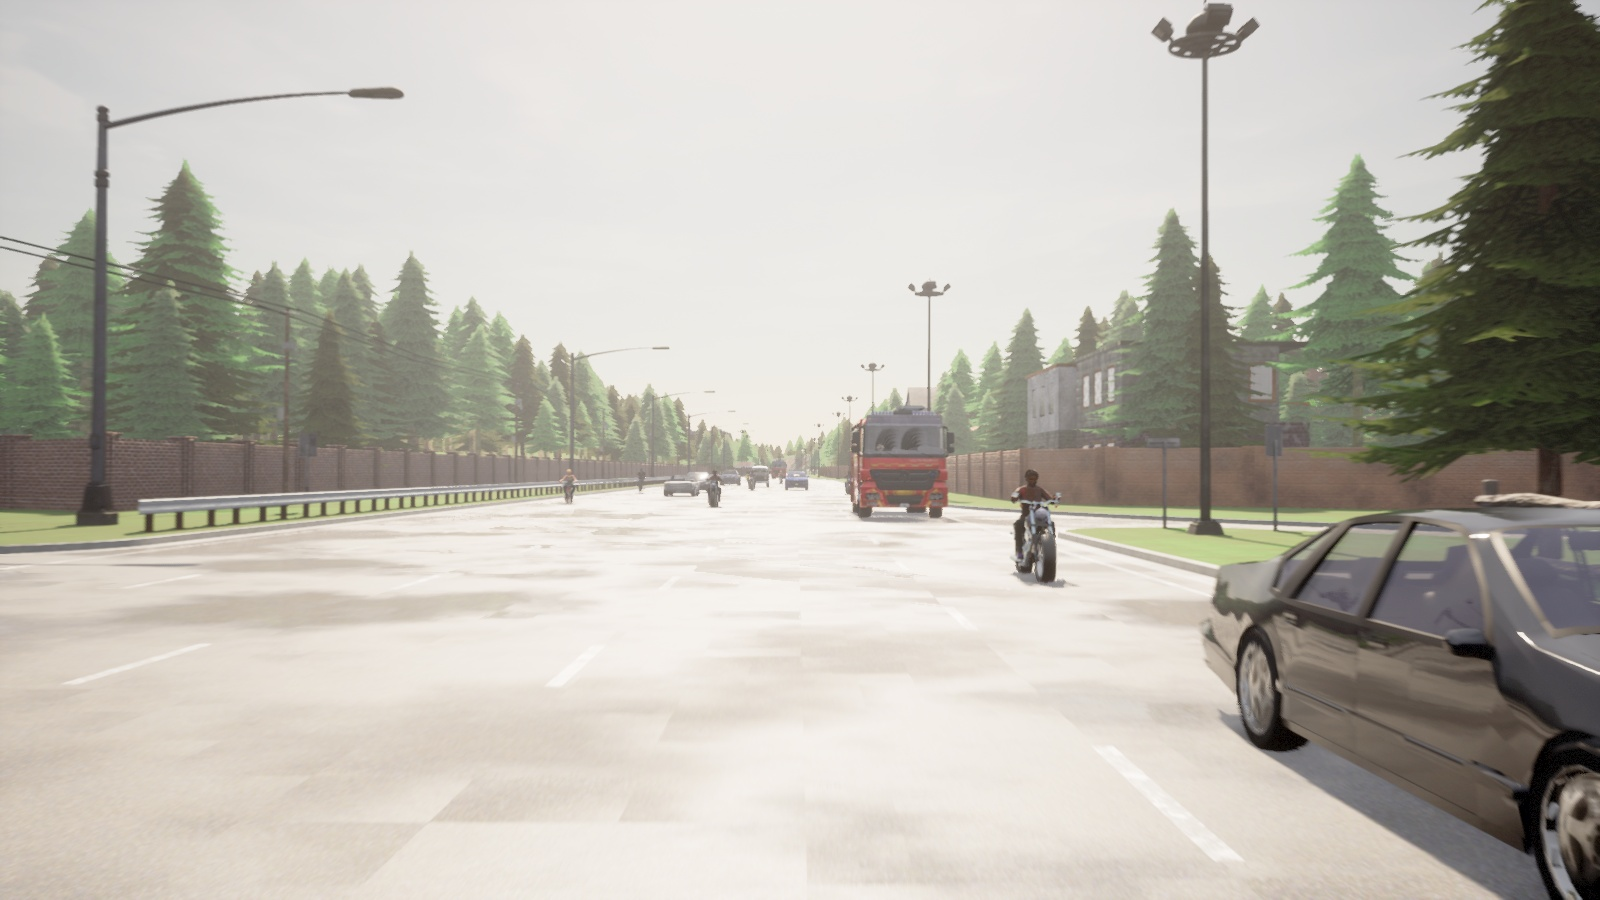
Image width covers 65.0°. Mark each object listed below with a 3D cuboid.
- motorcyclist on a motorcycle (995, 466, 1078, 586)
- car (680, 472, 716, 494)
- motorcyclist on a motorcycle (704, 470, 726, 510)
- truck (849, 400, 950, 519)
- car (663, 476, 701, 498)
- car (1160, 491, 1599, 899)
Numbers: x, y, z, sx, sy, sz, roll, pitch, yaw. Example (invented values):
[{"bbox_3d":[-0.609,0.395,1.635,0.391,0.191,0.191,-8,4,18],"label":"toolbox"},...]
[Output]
[{"bbox_3d":[3.454,1.063,18.536,0.766,1.649,2.350,0,-1,0],"label":"motorcyclist on a motorcycle"},{"bbox_3d":[-7.218,2.347,89.400,2.163,1.488,4.792,0,-1,0],"label":"car"},{"bbox_3d":[-3.632,1.684,53.764,0.766,1.649,2.350,0,-1,0],"label":"motorcyclist on a motorcycle"},{"bbox_3d":[3.387,0.390,44.746,2.891,3.827,8.468,0,-1,0],"label":"truck"},{"bbox_3d":[-7.188,2.237,76.878,1.895,1.301,4.718,0,-1,0],"label":"car"},{"bbox_3d":[3.486,0.947,5.894,2.033,1.411,5.357,0,-1,0],"label":"car"}]
